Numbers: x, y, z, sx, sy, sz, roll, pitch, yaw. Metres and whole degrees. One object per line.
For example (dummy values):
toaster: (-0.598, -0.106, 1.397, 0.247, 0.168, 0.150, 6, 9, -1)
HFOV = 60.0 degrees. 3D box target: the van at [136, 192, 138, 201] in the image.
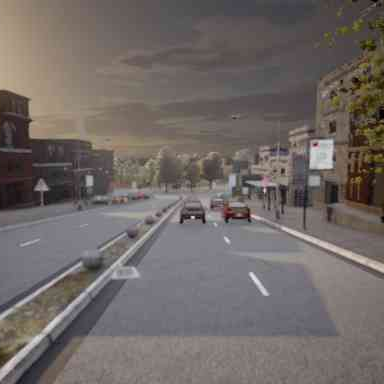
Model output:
van: (-14.254, 1.084, 69.238, 4.442, 1.987, 1.878, -1, 0, -20)

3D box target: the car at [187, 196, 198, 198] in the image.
car: (0.045, 1.279, 43.082, 2.097, 1.767, 4.553, 0, 0, 0)

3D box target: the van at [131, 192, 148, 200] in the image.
van: (-14.325, 1.023, 90.559, 4.442, 1.987, 1.878, -1, 0, -20)

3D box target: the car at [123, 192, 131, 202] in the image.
car: (-14.288, 1.333, 60.075, 5.366, 1.575, 1.946, -1, 0, -20)

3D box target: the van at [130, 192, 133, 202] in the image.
van: (-14.019, 1.098, 63.235, 4.442, 1.987, 1.878, -1, 0, -20)

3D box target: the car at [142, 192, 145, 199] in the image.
car: (-14.192, 1.040, 75.360, 5.566, 2.045, 2.435, -1, 0, -20)

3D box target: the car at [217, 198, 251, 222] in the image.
car: (3.292, 1.434, 25.608, 1.882, 1.535, 5.008, 0, 0, 0)

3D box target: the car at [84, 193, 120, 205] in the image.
car: (-14.057, 1.364, 50.995, 4.892, 1.521, 2.231, -1, 0, -20)

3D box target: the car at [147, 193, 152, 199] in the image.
car: (-14.182, 1.004, 87.572, 5.566, 2.045, 2.435, -1, 0, -20)

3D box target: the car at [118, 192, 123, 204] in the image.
car: (-14.120, 1.228, 54.038, 4.553, 1.767, 2.185, -1, 0, -20)

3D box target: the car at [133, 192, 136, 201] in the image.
car: (-14.105, 1.190, 66.244, 4.553, 1.767, 2.185, -1, 0, -20)

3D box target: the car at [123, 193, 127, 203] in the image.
car: (-14.131, 1.373, 57.081, 4.792, 1.488, 2.163, -1, 0, -20)

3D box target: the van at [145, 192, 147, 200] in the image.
van: (-14.078, 1.046, 81.510, 4.442, 1.987, 1.878, -1, 0, -20)

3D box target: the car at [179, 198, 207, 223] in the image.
car: (0.060, 1.463, 25.249, 1.837, 1.490, 4.892, 0, 1, 0)

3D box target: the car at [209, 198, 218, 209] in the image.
car: (3.295, 1.452, 43.541, 1.812, 1.442, 4.674, 0, 0, 0)

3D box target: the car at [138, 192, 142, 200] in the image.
car: (-14.149, 1.300, 72.330, 4.892, 1.521, 2.231, -1, 0, -20)
